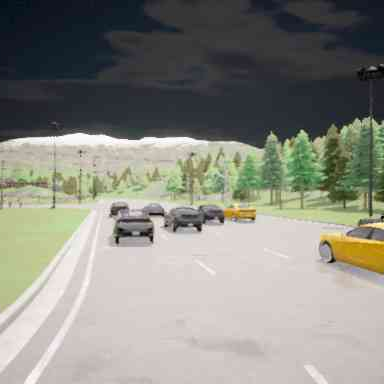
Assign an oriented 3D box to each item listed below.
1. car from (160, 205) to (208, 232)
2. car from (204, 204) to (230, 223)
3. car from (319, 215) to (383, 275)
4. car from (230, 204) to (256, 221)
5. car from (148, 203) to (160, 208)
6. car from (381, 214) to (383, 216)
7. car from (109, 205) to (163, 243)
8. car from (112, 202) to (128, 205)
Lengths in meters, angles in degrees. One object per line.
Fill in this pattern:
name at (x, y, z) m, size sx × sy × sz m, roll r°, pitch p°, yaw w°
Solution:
car at (-0.668, 1.720, 21.899) m, size 1.837 × 1.490 × 4.892 m, roll 1°, pitch -1°, yaw -14°
car at (1.304, 1.812, 28.311) m, size 1.837 × 1.490 × 4.892 m, roll 1°, pitch -1°, yaw -14°
car at (5.759, 1.653, 9.876) m, size 1.882 × 1.535 × 5.008 m, roll 1°, pitch -1°, yaw -10°
car at (4.245, 1.849, 30.952) m, size 1.882 × 1.535 × 5.008 m, roll 1°, pitch -1°, yaw -15°
car at (-4.045, 1.872, 35.007) m, size 1.994 × 1.385 × 4.181 m, roll 1°, pitch -1°, yaw -15°
car at (8.948, 1.468, 12.900) m, size 2.150 × 2.045 × 5.566 m, roll 1°, pitch -1°, yaw -14°
car at (-3.047, 1.629, 17.029) m, size 2.128 × 1.511 × 4.902 m, roll 1°, pitch -1°, yaw -14°
car at (-7.331, 1.731, 33.742) m, size 1.882 × 1.535 × 5.008 m, roll 1°, pitch -1°, yaw -15°
